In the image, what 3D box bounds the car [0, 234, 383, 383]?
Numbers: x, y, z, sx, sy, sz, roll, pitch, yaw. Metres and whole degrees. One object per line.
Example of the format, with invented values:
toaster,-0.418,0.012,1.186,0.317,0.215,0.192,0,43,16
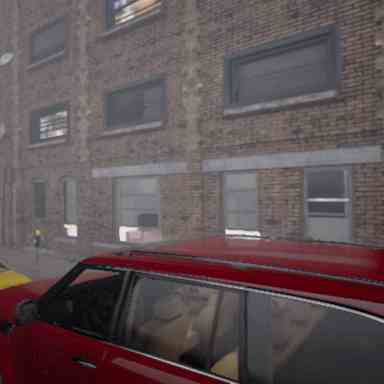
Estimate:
car,-0.086,1.331,2.938,5.009,1.841,2.192,-1,-1,36
